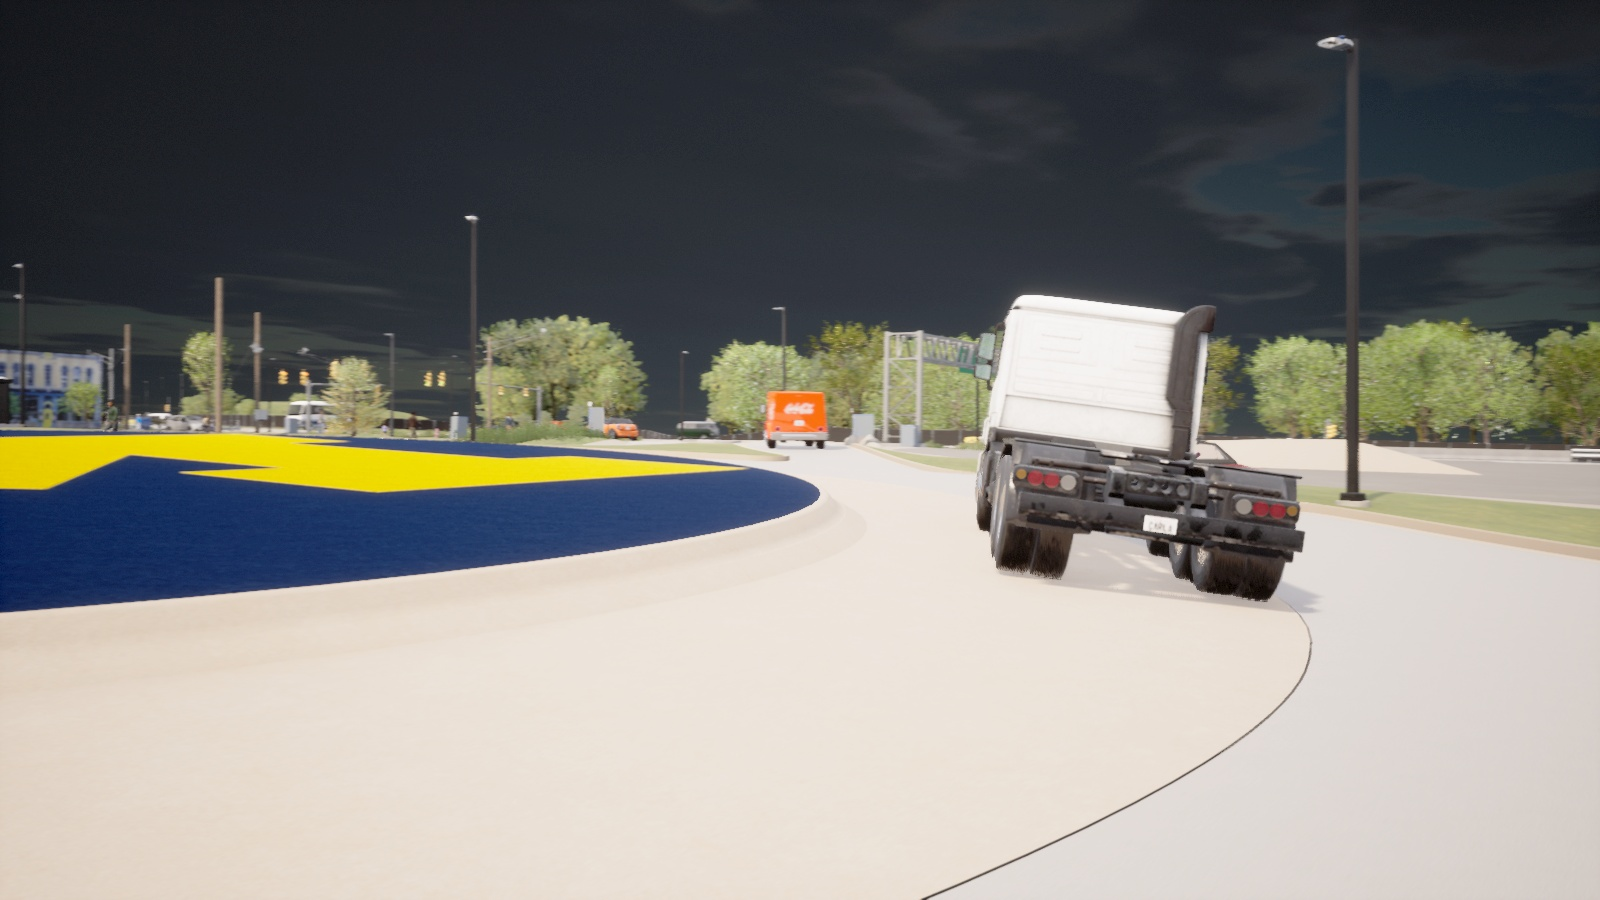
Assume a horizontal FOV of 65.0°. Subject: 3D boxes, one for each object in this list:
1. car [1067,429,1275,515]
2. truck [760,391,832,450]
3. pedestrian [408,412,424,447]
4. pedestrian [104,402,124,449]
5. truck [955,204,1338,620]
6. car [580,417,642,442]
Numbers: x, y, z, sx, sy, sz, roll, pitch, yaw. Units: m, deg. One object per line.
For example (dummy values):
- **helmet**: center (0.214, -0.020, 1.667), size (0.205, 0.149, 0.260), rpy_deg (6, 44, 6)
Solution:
- **car**: center (7.240, 0.374, 25.123), size (1.895, 1.301, 4.718), rpy_deg (1, 4, -13)
- **truck**: center (-0.254, -1.339, 55.488), size (2.627, 2.467, 5.204), rpy_deg (0, 2, -6)
- **pedestrian**: center (-20.141, -1.061, 65.822), size (0.431, 1.840, 0.703), rpy_deg (0, 0, 34)
- **pedestrian**: center (-27.167, -0.968, 49.717), size (0.353, 1.847, 0.614), rpy_deg (0, 0, 25)
- **truck**: center (3.622, -0.406, 15.427), size (2.891, 3.462, 7.936), rpy_deg (8, 1, 6)
- **car**: center (-13.713, -1.465, 90.859), size (4.553, 1.767, 2.097), rpy_deg (1, 0, 44)
